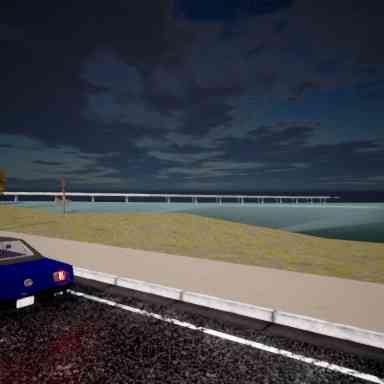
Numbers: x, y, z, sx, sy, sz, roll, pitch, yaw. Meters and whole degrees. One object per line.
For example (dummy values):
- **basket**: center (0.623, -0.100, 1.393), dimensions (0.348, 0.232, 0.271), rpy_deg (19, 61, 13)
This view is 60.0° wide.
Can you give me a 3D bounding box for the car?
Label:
- **car**: center (-4.669, 1.601, 7.006), dimensions (4.718, 1.301, 1.895), rpy_deg (0, 0, 35)
